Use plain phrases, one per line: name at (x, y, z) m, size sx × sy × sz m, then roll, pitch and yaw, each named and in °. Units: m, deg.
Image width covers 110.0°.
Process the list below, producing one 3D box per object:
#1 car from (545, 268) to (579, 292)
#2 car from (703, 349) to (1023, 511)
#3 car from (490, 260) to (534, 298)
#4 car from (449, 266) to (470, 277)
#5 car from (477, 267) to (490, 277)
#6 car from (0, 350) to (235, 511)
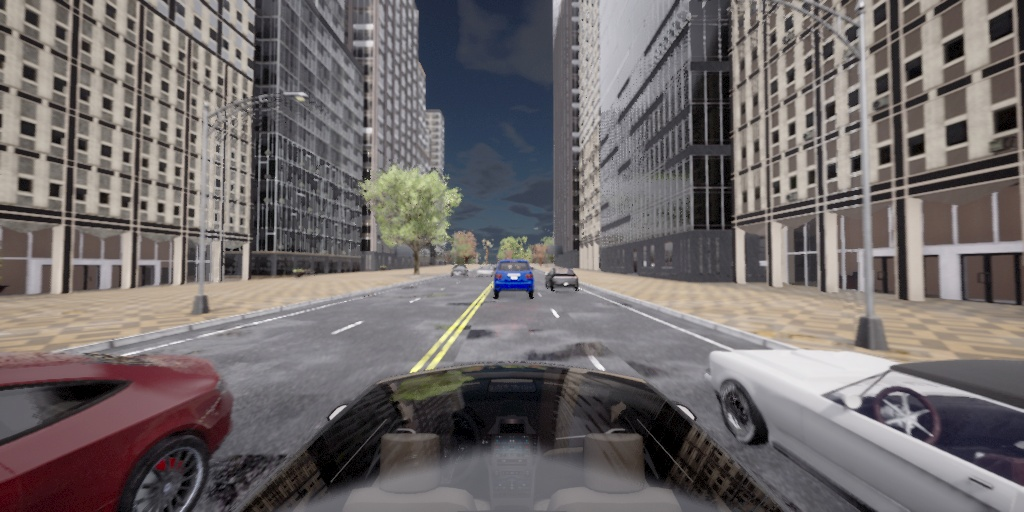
car at (3.349, 1.563, 24.605) m, size 2.128 × 1.511 × 4.902 m, roll 0°, pitch -1°, yaw 0°
car at (3.348, 1.361, 2.392) m, size 1.895 × 1.301 × 4.718 m, roll 0°, pitch -1°, yaw 0°
car at (0.098, 1.241, 20.913) m, size 2.150 × 2.045 × 5.566 m, roll 0°, pitch -1°, yaw 0°
car at (-6.502, 1.927, 44.980) m, size 1.812 × 1.442 × 4.674 m, roll 0°, pitch -1°, yaw 0°
car at (-3.252, 2.021, 44.948) m, size 1.895 × 1.301 × 4.718 m, roll 0°, pitch -1°, yaw 0°
car at (-3.350, 1.270, 1.300) m, size 1.812 × 1.442 × 4.674 m, roll 0°, pitch -1°, yaw 0°
